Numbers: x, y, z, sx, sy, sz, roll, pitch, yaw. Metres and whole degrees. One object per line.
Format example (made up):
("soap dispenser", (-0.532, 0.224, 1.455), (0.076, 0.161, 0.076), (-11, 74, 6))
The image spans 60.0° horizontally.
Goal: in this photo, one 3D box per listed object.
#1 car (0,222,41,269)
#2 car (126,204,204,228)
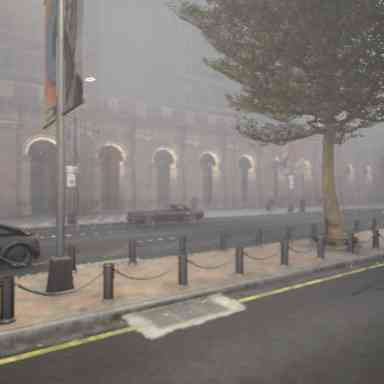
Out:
("car", (-6.486, 1.448, 9.214), (4.181, 1.385, 1.994), (0, 1, -35))
("car", (-1.631, 1.404, 20.729), (4.718, 1.301, 1.895), (0, 1, -35))
